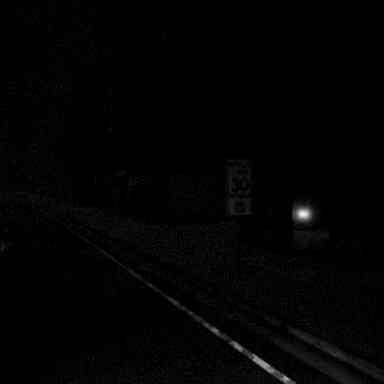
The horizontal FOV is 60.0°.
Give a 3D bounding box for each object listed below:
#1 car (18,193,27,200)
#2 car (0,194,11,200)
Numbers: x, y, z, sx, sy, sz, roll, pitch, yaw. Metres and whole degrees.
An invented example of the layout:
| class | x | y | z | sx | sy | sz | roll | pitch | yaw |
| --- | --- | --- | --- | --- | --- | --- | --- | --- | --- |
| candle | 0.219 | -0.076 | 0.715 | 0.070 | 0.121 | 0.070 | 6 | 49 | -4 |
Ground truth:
| class | x | y | z | sx | sy | sz | roll | pitch | yaw |
| --- | --- | --- | --- | --- | --- | --- | --- | --- | --- |
| car | -37.431 | 0.967 | 73.386 | 1.882 | 1.535 | 5.008 | 0 | 0 | -28 |
| car | -40.305 | 1.030 | 71.868 | 2.033 | 1.411 | 5.357 | 0 | 0 | -28 |
